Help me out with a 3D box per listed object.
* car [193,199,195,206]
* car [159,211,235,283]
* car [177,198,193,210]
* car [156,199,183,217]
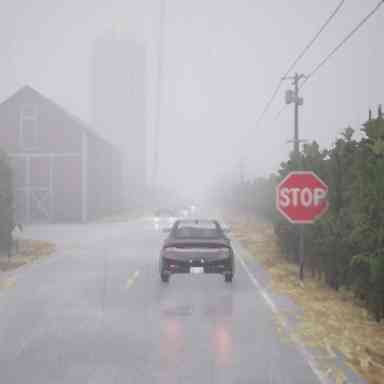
[{"bbox_3d":[-0.399,1.916,61.347,1.895,1.301,4.718,0,0,3],"label":"car"},{"bbox_3d":[0.139,1.543,9.850,2.128,1.511,4.902,0,0,1],"label":"car"},{"bbox_3d":[-1.506,1.590,46.309,2.097,1.767,4.553,0,0,5],"label":"car"},{"bbox_3d":[-2.429,1.700,33.922,1.812,1.442,4.674,0,0,6],"label":"car"}]
